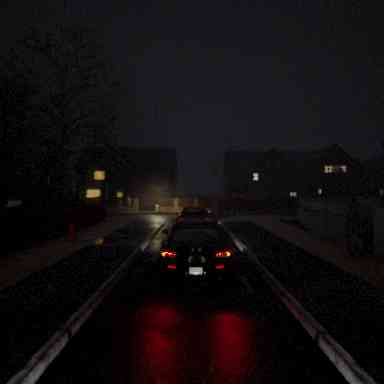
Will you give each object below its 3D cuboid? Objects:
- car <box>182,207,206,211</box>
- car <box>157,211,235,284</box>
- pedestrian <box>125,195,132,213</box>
[{"bbox_3d":[0.112,1.500,18.437,1.994,1.385,4.181,0,0,0],"label":"car"},{"bbox_3d":[0.098,1.493,9.345,1.812,1.442,4.674,0,0,0],"label":"car"},{"bbox_3d":[-6.718,1.236,35.221,0.375,1.860,0.375,0,-1,1],"label":"pedestrian"}]
